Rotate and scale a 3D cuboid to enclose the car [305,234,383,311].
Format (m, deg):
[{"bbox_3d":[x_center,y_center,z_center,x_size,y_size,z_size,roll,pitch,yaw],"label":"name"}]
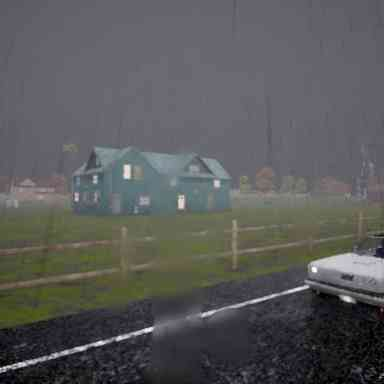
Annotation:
[{"bbox_3d":[4.610,1.637,7.343,4.718,1.301,1.895,0,0,-36],"label":"car"}]
